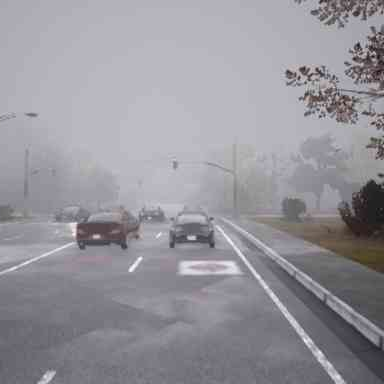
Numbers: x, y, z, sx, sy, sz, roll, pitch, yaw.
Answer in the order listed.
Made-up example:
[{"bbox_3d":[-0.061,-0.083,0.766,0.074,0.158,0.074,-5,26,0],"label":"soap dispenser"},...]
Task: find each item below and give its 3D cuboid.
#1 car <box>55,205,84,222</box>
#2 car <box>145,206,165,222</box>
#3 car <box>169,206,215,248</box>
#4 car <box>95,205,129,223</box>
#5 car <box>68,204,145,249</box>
[{"bbox_3d":[-10.501,1.881,29.695,1.812,1.442,4.674,0,-2,0],"label":"car"},{"bbox_3d":[-3.501,1.938,29.723,1.895,1.301,4.718,0,-2,0],"label":"car"},{"bbox_3d":[-0.001,1.550,14.671,1.812,1.442,4.674,0,0,0],"label":"car"},{"bbox_3d":[-7.001,1.881,29.695,1.837,1.490,4.892,0,-2,0],"label":"car"},{"bbox_3d":[-3.501,1.502,14.672,1.882,1.535,5.008,0,0,0],"label":"car"}]
